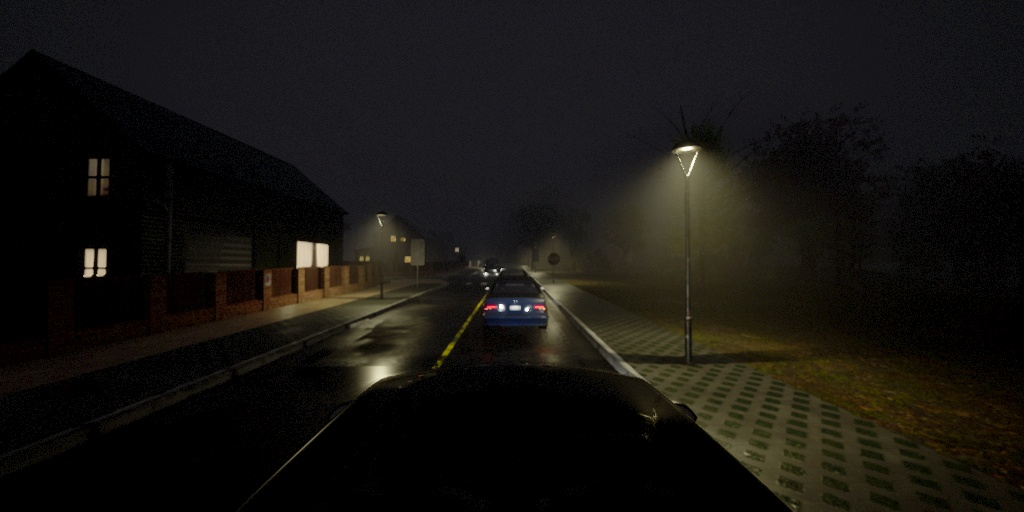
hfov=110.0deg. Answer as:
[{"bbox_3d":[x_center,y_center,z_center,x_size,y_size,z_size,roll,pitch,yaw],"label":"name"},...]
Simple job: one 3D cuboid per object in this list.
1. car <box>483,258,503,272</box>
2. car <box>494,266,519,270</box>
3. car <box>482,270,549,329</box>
[{"bbox_3d":[-2.810,1.279,51.266,2.150,2.045,5.566,0,0,0],"label":"car"},{"bbox_3d":[0.079,1.460,22.099,1.895,1.301,4.718,0,0,0],"label":"car"},{"bbox_3d":[0.089,1.346,11.415,2.033,1.411,5.357,0,0,0],"label":"car"}]
